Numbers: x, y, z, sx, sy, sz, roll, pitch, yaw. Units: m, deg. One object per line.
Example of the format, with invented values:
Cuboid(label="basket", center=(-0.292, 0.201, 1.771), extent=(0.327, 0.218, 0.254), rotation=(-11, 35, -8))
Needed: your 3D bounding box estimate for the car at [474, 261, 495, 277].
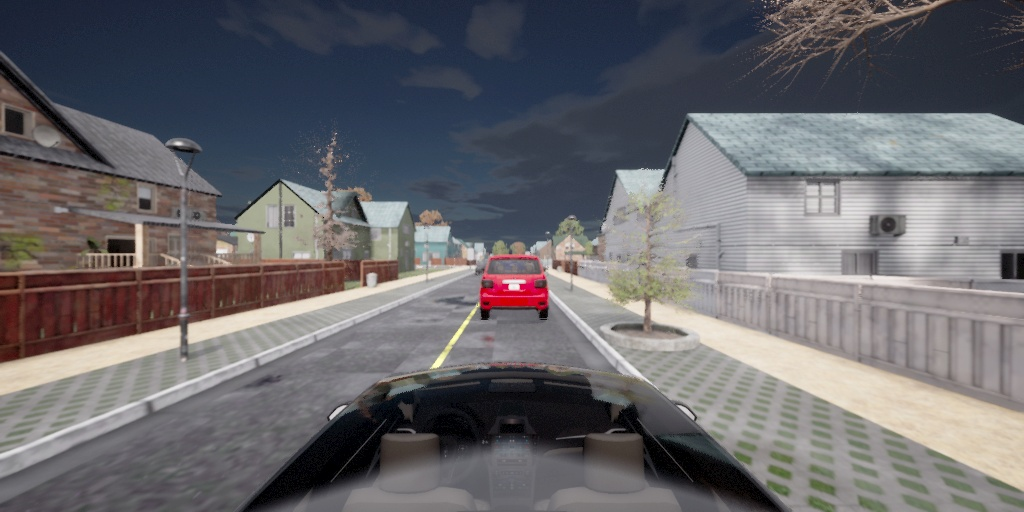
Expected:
Cuboid(label="car", center=(-2.840, 1.290, 37.849), extent=(1.837, 1.490, 4.892), rotation=(0, 0, 0))

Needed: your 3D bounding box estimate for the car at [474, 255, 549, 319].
Cuboid(label="car", center=(0.080, 0.971, 12.941), extent=(2.150, 2.045, 5.566), rotation=(0, 0, 0))
